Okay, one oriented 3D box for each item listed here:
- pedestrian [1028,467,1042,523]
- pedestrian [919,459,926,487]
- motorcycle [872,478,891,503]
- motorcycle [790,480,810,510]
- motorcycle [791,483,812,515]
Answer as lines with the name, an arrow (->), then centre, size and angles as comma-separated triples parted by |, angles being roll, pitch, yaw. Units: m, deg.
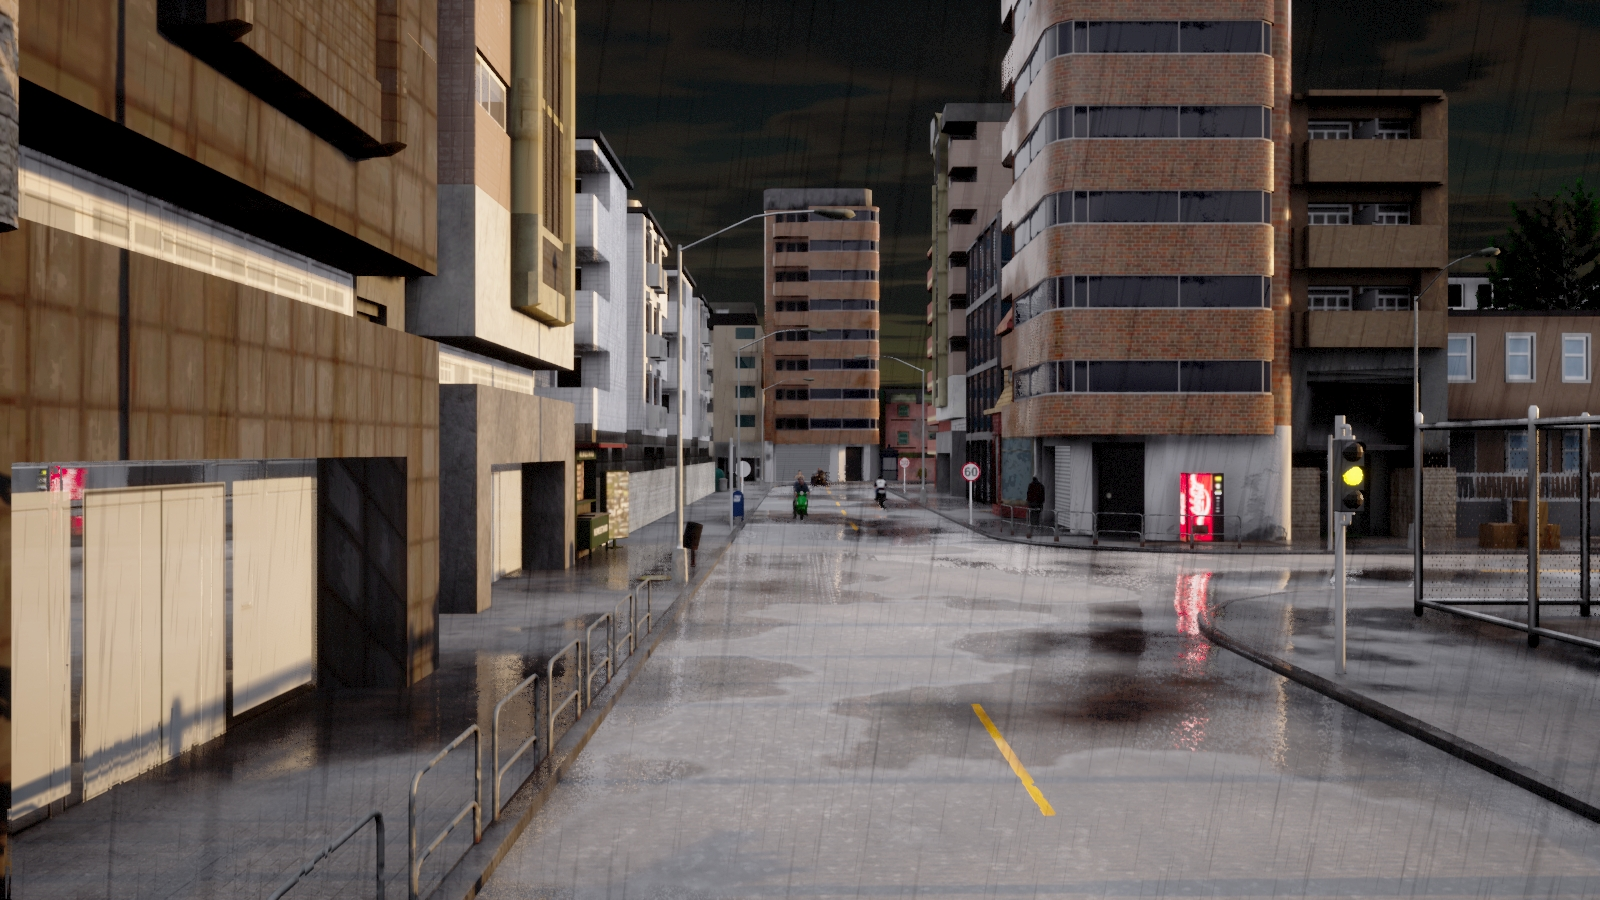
pedestrian -> 7.964, 1.522, 38.718 | 0.375, 1.860, 0.375 | 0, 0, -6
pedestrian -> 8.085, 1.536, 75.446 | 0.375, 1.860, 0.375 | 0, 0, -2
motorcycle -> 4.029, 2.003, 56.814 | 0.803, 1.145, 2.033 | 0, 0, 0
motorcycle -> 0.019, 1.970, 50.389 | 0.856, 1.236, 1.805 | 0, 0, 0
motorcycle -> 0.063, 1.970, 46.521 | 0.856, 1.236, 1.805 | 0, 0, 0
